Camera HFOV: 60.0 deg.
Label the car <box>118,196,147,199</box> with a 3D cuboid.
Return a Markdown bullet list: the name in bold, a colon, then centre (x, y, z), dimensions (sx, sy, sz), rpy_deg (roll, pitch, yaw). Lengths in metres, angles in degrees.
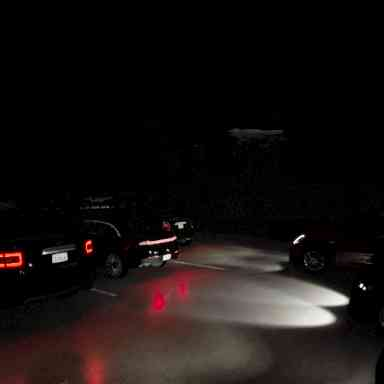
- **car**: centre (-8.670, 1.405, 49.850), dimensions (4.902, 1.511, 2.128), rpy_deg (0, 0, -41)

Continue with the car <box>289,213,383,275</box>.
- **car**: centre (5.024, 1.352, 9.009), dimensions (4.553, 1.767, 2.097), rpy_deg (0, 0, 36)

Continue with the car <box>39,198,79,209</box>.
- **car**: centre (-18.119, 1.491, 45.517), dimensions (1.895, 1.301, 4.718), rpy_deg (0, 0, 43)

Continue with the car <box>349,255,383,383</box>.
- **car**: centre (3.599, 1.474, 1.420), dimensions (5.008, 1.535, 1.882), rpy_deg (0, 0, 35)

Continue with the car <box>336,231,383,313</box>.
- **car**: centre (4.650, 1.564, 4.965), dimensions (4.181, 1.385, 1.994), rpy_deg (0, 0, 36)

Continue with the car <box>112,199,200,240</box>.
- **car**: centre (-2.164, 1.351, 14.090), dimensions (4.553, 1.767, 2.097), rpy_deg (0, 0, 35)

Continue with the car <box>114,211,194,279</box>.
- **car**: centre (-2.623, 1.491, 10.121), dimensions (4.902, 1.511, 2.128), rpy_deg (0, 0, 36)

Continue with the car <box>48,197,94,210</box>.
- **car**: centre (-15.622, 1.453, 43.149), dimensions (2.033, 1.411, 5.357), rpy_deg (0, 0, 40)

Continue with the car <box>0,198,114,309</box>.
- **car**: centre (-4.508, 1.221, 7.194), dimensions (5.566, 2.045, 2.150), rpy_deg (0, 0, 33)
